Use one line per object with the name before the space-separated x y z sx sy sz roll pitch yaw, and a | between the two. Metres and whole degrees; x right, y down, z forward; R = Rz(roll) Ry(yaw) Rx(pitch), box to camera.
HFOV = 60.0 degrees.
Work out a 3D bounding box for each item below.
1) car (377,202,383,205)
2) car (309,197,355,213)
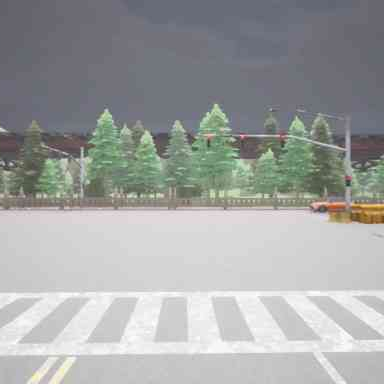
car | 16.876 1.564 28.586 4.181 1.385 1.994 0 0 -2
car | 14.912 1.352 35.534 4.553 1.767 2.097 0 0 -2
